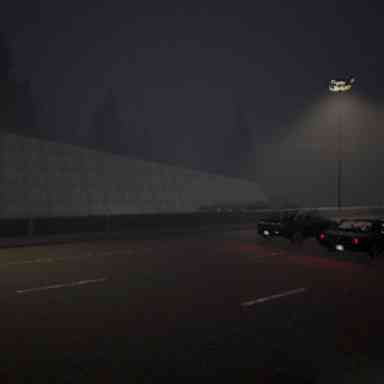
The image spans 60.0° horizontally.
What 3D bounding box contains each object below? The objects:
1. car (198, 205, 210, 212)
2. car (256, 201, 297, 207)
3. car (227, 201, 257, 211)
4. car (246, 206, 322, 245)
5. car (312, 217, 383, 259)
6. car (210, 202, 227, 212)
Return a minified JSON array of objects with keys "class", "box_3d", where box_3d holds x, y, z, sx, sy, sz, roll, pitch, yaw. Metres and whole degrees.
[{"class":"car","box_3d":[3.116,1.856,40.509,4.718,1.301,1.895,1,0,-35]},{"class":"car","box_3d":[8.677,1.773,31.587,4.674,1.442,1.812,1,-1,-35]},{"class":"car","box_3d":[6.357,1.722,34.237,5.008,1.535,1.882,1,-1,-35]},{"class":"car","box_3d":[5.303,1.626,16.228,4.902,1.511,2.128,1,0,-35]},{"class":"car","box_3d":[7.128,1.732,13.234,4.718,1.301,1.895,1,0,-35]},{"class":"car","box_3d":[4.936,1.745,37.514,4.902,1.511,2.128,1,0,-35]}]
